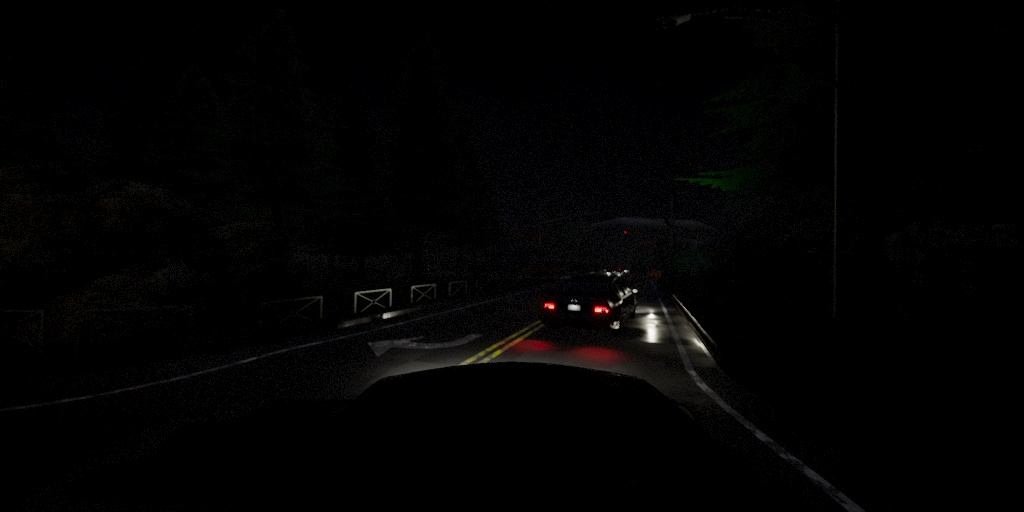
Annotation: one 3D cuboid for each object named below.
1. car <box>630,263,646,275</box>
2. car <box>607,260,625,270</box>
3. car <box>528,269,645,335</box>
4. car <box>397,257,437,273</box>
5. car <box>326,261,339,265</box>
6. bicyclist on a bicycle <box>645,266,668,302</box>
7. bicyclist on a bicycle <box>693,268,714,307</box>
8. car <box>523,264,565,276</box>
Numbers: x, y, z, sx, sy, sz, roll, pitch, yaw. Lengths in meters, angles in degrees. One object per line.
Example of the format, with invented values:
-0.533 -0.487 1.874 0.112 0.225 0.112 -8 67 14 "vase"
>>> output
18.579 1.791 52.819 2.097 1.767 4.553 1 -1 20 "car"
17.193 1.712 59.776 2.150 2.045 5.566 1 -1 21 "car"
2.446 1.253 10.358 2.033 1.411 5.357 1 -1 25 "car"
-12.780 1.239 47.921 5.566 2.045 2.150 1 -1 20 "car"
-25.998 1.414 53.485 4.181 1.385 1.994 1 -1 26 "car"
6.660 1.296 16.505 1.656 1.620 0.582 1 -1 -31 "bicyclist on a bicycle"
8.085 1.308 15.102 1.656 1.620 0.582 1 -1 -34 "bicyclist on a bicycle"
3.709 1.679 41.443 5.008 1.535 1.882 -1 -1 28 "car"
